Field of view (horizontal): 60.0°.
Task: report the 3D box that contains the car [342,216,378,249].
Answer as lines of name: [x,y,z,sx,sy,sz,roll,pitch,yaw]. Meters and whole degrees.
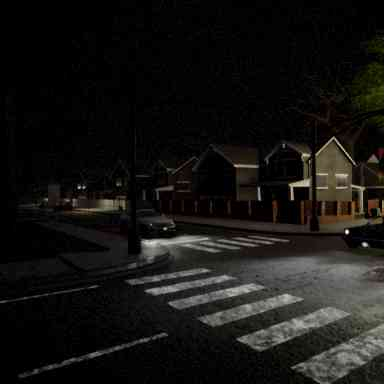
car: [8.091,1.597,13.367,4.718,1.301,1.895,0,0,-35]

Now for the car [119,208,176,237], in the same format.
car: [-2.792,1.718,19.750,1.812,1.442,4.674,-1,0,-35]

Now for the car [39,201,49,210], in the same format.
car: [-24.231,2.186,55.542,1.994,1.385,4.181,-1,0,-35]

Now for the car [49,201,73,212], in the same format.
car: [-18.255,1.985,47.013,2.128,1.511,4.902,-1,0,-34]

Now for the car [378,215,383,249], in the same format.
car: [7.148,1.348,8.721,4.553,1.767,2.097,0,0,-35]
